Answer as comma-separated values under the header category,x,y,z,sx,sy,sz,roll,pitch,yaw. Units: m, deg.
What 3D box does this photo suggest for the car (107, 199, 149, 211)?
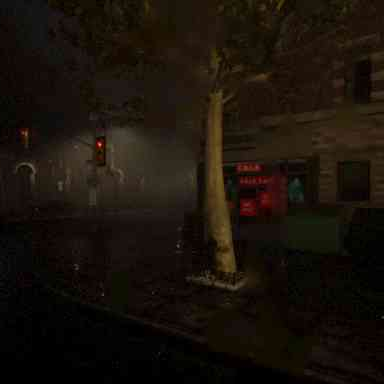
category,x,y,z,sx,sy,sz,roll,pitch,yaw
car,-7.466,1.601,40.018,1.895,1.301,4.718,0,0,36

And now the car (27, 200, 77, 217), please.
category,x,y,z,sx,sy,sz,roll,pitch,yaw
car,-13.359,1.526,31.940,1.812,1.442,4.674,0,0,36

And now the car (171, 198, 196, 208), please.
category,x,y,z,sx,sy,sz,roll,pitch,yaw
car,-1.394,1.547,48.297,2.033,1.411,5.357,0,0,36

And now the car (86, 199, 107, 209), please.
category,x,y,z,sx,sy,sz,roll,pitch,yaw
car,-11.944,1.595,45.158,1.895,1.301,4.718,0,0,36
